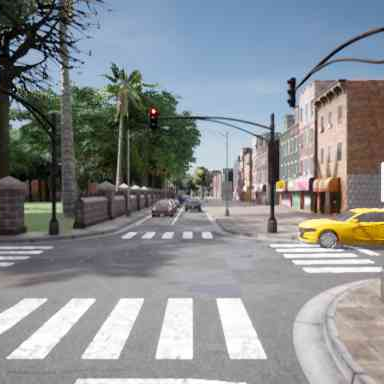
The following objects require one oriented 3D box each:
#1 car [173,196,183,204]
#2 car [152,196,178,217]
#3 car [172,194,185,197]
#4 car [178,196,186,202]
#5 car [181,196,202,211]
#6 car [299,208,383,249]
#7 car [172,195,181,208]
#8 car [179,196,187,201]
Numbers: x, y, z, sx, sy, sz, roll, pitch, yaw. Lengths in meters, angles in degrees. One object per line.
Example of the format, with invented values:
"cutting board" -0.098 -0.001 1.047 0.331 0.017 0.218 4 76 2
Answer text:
"car" -2.952 1.666 71.413 1.837 1.490 4.892 0 0 0
"car" -2.612 1.460 30.807 1.967 1.590 4.097 0 0 0
"car" -2.920 1.357 64.444 2.150 2.045 5.566 0 0 0
"car" -2.560 1.800 87.693 2.008 1.369 4.403 -1 0 0
"car" 0.139 1.534 40.706 2.128 1.511 4.902 0 0 0
"car" 6.900 1.407 13.406 5.008 1.535 1.882 0 0 6
"car" -2.606 1.472 36.495 1.967 1.590 4.097 0 0 0
"car" -2.555 1.850 93.382 1.947 1.339 4.313 -1 0 0
